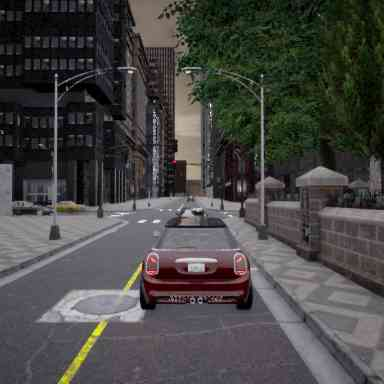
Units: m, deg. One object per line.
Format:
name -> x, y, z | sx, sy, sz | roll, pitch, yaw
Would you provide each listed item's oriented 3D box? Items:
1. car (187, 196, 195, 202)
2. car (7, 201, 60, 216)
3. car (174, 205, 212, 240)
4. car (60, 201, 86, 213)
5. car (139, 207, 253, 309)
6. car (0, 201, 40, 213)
car -> -0.281, 1.726, 81.310 | 1.812, 1.442, 4.674 | 0, 0, 0
car -> -14.741, 1.517, 30.046 | 4.403, 1.369, 2.008 | 0, -1, 0
car -> 0.035, 1.541, 18.138 | 1.812, 1.442, 4.674 | 0, 0, 0
car -> -14.903, 1.675, 38.570 | 4.829, 1.417, 1.752 | 0, -1, 0
car -> 0.071, 1.357, 8.012 | 2.097, 1.767, 4.553 | 0, 0, 0
car -> -20.246, 1.708, 38.580 | 4.403, 1.369, 2.008 | 0, -1, 0
